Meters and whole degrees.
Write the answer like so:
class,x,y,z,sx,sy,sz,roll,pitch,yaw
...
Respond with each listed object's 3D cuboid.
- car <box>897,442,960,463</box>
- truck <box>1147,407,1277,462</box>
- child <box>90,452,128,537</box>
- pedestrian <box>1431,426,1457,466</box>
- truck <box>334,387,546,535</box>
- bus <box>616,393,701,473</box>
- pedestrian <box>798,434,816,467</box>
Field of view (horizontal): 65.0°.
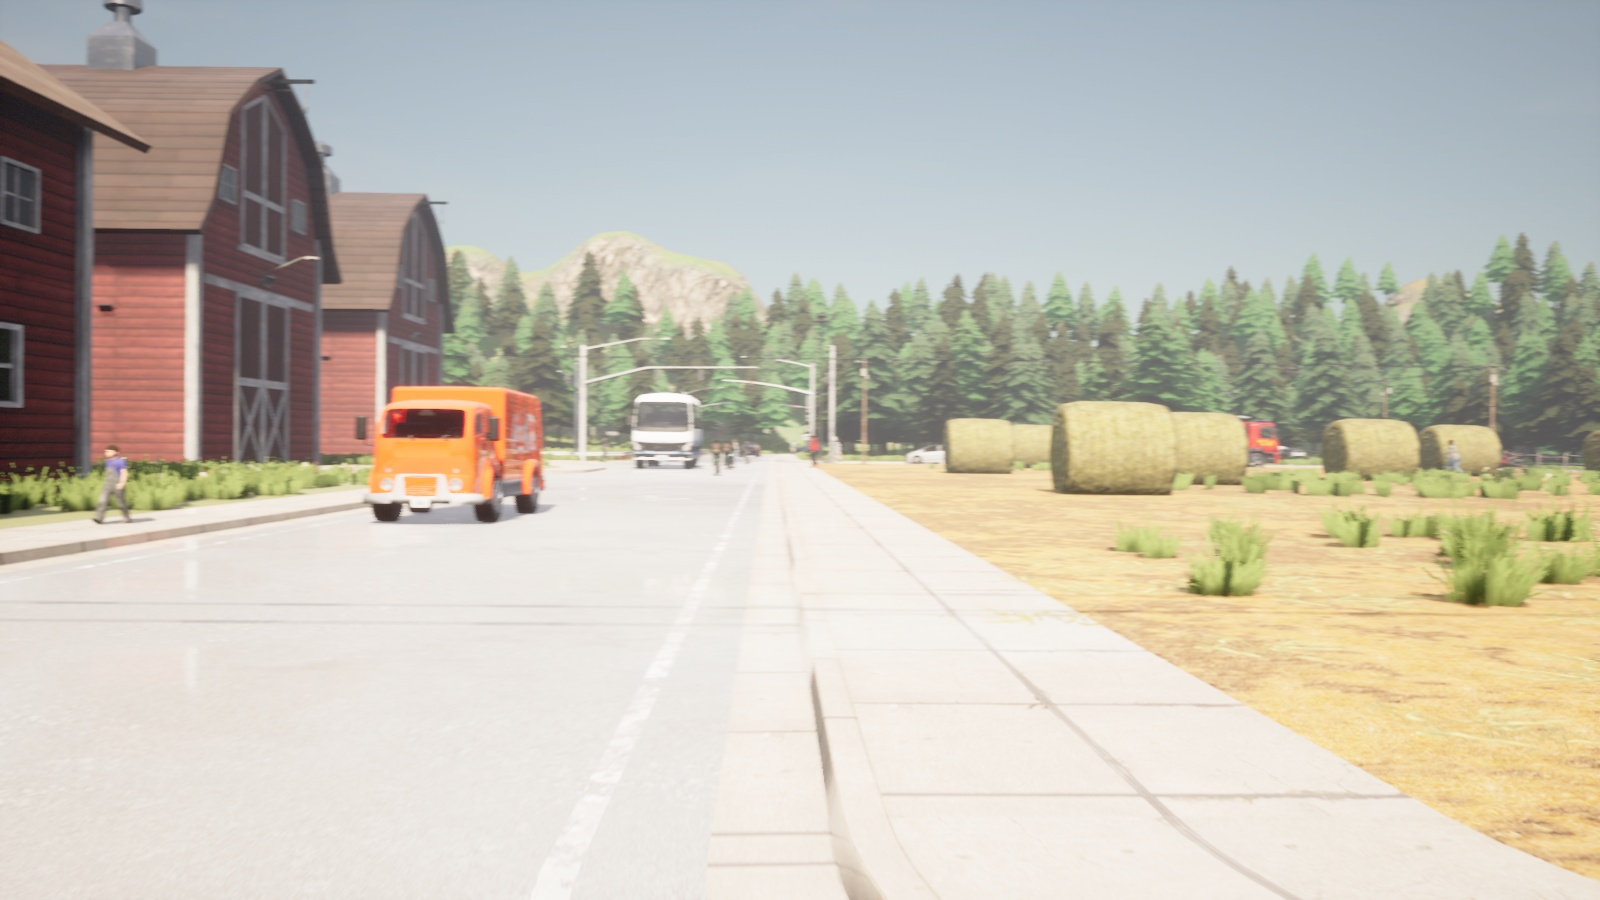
class,x,y,z,sx,sy,sz,roll,pitch,yaw
car,9.651,0.147,94.590,4.514,1.525,2.007,-1,0,-1
truck,29.877,-1.126,91.285,8.468,3.827,2.891,-1,0,-1
child,-10.422,0.659,18.944,0.270,1.263,0.437,0,0,14
pedestrian,30.529,-0.188,59.551,0.900,1.855,0.874,0,0,42
truck,-6.607,0.173,23.828,2.627,2.467,5.204,-1,0,-2
bus,-7.971,-0.948,72.306,3.944,4.253,10.273,0,1,-2
pedestrian,0.393,0.037,69.736,0.899,1.844,0.634,0,0,3
